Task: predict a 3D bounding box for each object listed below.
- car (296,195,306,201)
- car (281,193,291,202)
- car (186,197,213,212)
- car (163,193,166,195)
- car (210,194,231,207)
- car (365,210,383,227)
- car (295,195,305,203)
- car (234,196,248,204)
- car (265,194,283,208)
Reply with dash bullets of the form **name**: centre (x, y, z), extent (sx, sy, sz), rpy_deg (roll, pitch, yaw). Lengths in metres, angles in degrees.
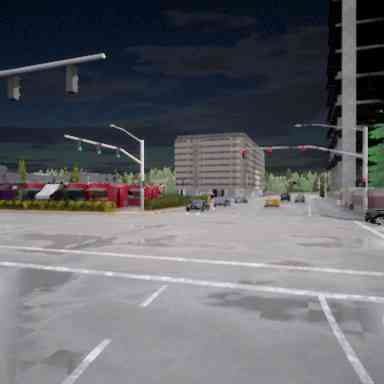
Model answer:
- **car**: centre (25.315, 1.384, 77.339), extent (2.033, 1.411, 5.357), rpy_deg (0, 0, 19)
- **car**: centre (22.163, 1.241, 78.929), extent (2.150, 2.045, 5.566), rpy_deg (0, 0, 19)
- **car**: centre (0.740, 1.571, 39.150), extent (1.994, 1.385, 4.181), rpy_deg (0, 0, 18)
- **car**: centre (-7.328, 1.223, 81.778), extent (4.605, 1.855, 1.932), rpy_deg (0, 0, 20)
- **car**: centre (4.571, 1.515, 50.037), extent (1.837, 1.490, 4.892), rpy_deg (0, 0, 19)
- **car**: centre (14.434, 1.538, 22.343), extent (5.008, 1.535, 1.882), rpy_deg (0, 0, 24)
- **car**: centre (21.930, 1.530, 67.640), extent (2.128, 1.511, 4.902), rpy_deg (0, 0, 19)
- **car**: centre (9.437, 1.504, 63.827), extent (2.128, 1.511, 4.902), rpy_deg (0, 0, 20)
- **car**: centre (12.132, 1.487, 49.918), extent (1.882, 1.535, 5.008), rpy_deg (0, 0, 19)
